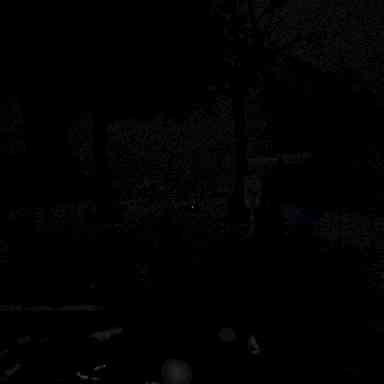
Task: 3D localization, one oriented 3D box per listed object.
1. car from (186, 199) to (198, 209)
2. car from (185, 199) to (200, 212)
[{"bbox_3d":[-0.016,1.913,53.012,1.837,1.490,4.892,0,-1,0],"label":"car"},{"bbox_3d":[0.081,1.857,43.133,1.994,1.385,4.181,0,-1,0],"label":"car"}]
